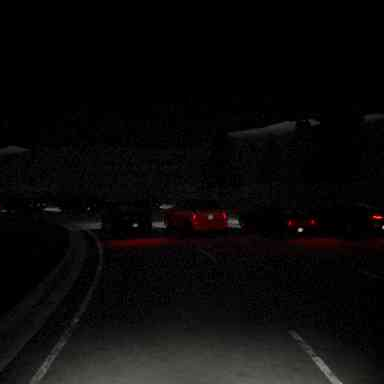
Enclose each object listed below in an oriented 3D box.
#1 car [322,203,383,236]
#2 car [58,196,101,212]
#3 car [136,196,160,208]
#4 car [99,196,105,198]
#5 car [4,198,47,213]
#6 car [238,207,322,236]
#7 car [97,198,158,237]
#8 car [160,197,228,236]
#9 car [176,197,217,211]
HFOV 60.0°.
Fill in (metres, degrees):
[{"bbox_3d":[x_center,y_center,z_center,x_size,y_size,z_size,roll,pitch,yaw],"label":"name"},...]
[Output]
[{"bbox_3d":[7.818,1.316,17.125,1.837,1.490,4.892,1,0,-18],"label":"car"},{"bbox_3d":[-11.770,1.331,33.992,4.718,1.301,1.895,0,1,41],"label":"car"},{"bbox_3d":[-5.550,1.162,38.038,4.902,1.511,2.128,0,1,44],"label":"car"},{"bbox_3d":[-11.202,1.168,37.989,5.008,1.535,1.882,1,0,39],"label":"car"},{"bbox_3d":[-16.826,1.300,33.530,5.357,1.411,2.033,0,1,36],"label":"car"},{"bbox_3d":[4.206,1.425,17.326,1.895,1.301,4.718,0,1,-20],"label":"car"},{"bbox_3d":[-3.520,1.329,17.407,1.882,1.535,5.008,0,1,-23],"label":"car"},{"bbox_3d":[0.106,1.189,17.699,2.097,1.767,4.553,-1,1,-21],"label":"car"},{"bbox_3d":[0.392,1.259,36.951,1.895,1.301,4.718,-1,1,-40],"label":"car"}]
